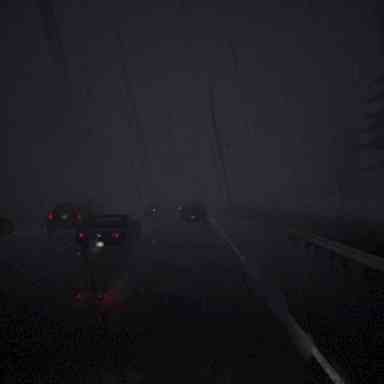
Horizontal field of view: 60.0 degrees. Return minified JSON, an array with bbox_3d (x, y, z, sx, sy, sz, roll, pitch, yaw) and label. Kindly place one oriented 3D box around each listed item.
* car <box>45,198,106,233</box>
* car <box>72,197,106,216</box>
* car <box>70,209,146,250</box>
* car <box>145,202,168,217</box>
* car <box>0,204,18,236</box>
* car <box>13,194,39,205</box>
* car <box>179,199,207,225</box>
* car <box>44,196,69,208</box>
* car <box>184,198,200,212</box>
[{"bbox_3d":[-6.925,1.405,20.182,2.097,1.767,4.553,0,0,0],"label":"car"},{"bbox_3d":[-10.444,1.442,34.029,2.097,1.767,4.553,0,0,0],"label":"car"},{"bbox_3d":[-3.421,1.639,14.547,1.895,1.301,4.718,0,0,0],"label":"car"},{"bbox_3d":[-3.442,1.649,32.513,1.994,1.385,4.181,0,0,0],"label":"car"},{"bbox_3d":[-10.421,1.547,15.673,1.837,1.490,4.892,0,0,0],"label":"car"},{"bbox_3d":[-31.582,1.393,63.318,2.150,2.045,5.566,0,0,0],"label":"car"},{"bbox_3d":[0.068,1.542,24.649,1.882,1.535,5.008,0,0,0],"label":"car"},{"bbox_3d":[-21.132,1.490,52.138,2.097,1.767,4.553,0,0,0],"label":"car"},{"bbox_3d":[0.046,1.586,41.729,1.882,1.535,5.008,0,0,0],"label":"car"}]
